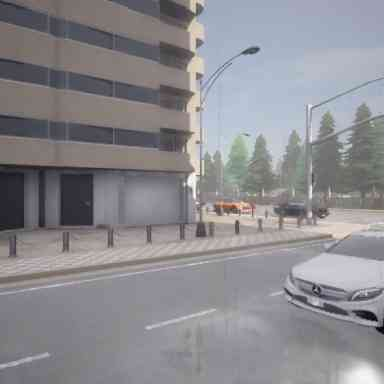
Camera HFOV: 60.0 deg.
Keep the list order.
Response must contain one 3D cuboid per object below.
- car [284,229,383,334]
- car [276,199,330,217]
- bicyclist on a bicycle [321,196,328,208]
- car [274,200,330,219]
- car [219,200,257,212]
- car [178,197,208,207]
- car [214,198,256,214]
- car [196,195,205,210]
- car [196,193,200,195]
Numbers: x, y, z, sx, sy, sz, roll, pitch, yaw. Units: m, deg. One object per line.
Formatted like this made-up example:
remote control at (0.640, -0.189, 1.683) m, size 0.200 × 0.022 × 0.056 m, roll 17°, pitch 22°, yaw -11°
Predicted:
car at (3.910, 1.526, 6.800) m, size 4.674 × 1.442 × 1.812 m, roll 0°, pitch 0°, yaw -36°
car at (11.075, 1.533, 33.444) m, size 1.882 × 1.535 × 5.008 m, roll 0°, pitch 0°, yaw -36°
bicyclist on a bicycle at (17.369, 1.356, 43.492) m, size 1.656 × 1.620 × 0.582 m, roll 0°, pitch 0°, yaw -36°
car at (9.650, 1.656, 29.438) m, size 1.895 × 1.301 × 4.718 m, roll 0°, pitch 0°, yaw -36°
car at (5.609, 1.656, 41.020) m, size 1.895 × 1.301 × 4.718 m, roll 0°, pitch 0°, yaw -36°
car at (0.115, 1.601, 54.978) m, size 2.033 × 1.411 × 5.357 m, roll 0°, pitch 0°, yaw -37°
car at (4.434, 1.407, 36.670) m, size 2.097 × 1.767 × 4.553 m, roll 0°, pitch 0°, yaw -36°
car at (-0.920, 1.533, 44.103) m, size 1.882 × 1.535 × 5.008 m, roll 0°, pitch 0°, yaw -36°
car at (-0.060, 1.277, 61.097) m, size 2.150 × 2.045 × 5.566 m, roll 0°, pitch 0°, yaw -35°
